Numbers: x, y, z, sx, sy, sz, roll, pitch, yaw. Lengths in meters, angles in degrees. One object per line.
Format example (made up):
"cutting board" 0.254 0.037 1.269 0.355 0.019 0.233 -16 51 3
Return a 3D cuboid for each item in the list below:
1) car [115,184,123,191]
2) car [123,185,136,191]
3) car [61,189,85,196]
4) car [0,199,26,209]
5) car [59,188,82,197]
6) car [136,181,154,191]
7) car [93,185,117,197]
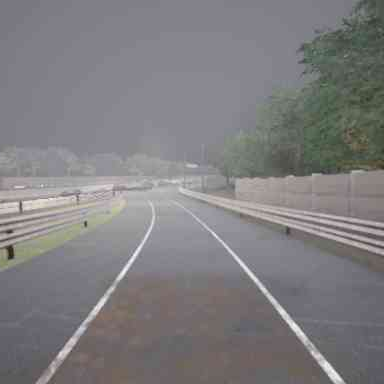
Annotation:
"car" -18.022 -1.246 82.942 2.097 1.767 4.553 0 3 13
"car" -14.592 -0.990 82.248 1.895 1.301 4.718 0 3 13
"car" -20.165 0.275 57.353 1.812 1.442 4.674 0 3 13
"car" -21.007 1.404 37.581 1.895 1.301 4.718 0 3 13
"car" -22.653 0.071 62.262 1.994 1.385 4.181 0 3 13
"car" -11.193 -1.207 81.405 2.097 1.767 4.553 0 3 13
"car" -16.006 0.067 59.907 1.882 1.535 5.008 0 3 13
